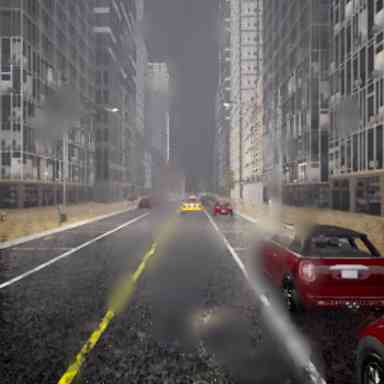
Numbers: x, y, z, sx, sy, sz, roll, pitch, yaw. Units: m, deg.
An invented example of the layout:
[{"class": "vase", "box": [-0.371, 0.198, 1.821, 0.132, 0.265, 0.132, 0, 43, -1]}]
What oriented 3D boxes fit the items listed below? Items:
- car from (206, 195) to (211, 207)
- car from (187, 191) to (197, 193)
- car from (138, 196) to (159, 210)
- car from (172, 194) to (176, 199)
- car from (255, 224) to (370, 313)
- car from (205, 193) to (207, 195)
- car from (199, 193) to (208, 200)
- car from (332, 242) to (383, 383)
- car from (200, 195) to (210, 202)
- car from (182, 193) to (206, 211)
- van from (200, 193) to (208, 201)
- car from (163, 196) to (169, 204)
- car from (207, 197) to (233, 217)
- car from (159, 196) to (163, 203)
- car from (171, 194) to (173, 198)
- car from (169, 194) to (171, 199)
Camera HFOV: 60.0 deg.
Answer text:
[{"class": "car", "box": [2.715, 1.436, 47.475, 1.947, 1.339, 4.313, 0, 0, 0]}, {"class": "car", "box": [0.028, 0.773, 58.753, 2.150, 2.045, 5.566, 0, 0, 0]}, {"class": "car", "box": [-5.668, 1.433, 41.793, 1.887, 1.381, 4.507, 0, 0, 0]}, {"class": "car", "box": [-2.963, 1.248, 78.064, 1.895, 1.301, 4.718, 0, 0, 0]}, {"class": "car", "box": [2.696, 1.423, 7.627, 1.967, 1.590, 4.097, 0, 0, 0]}, {"class": "car", "box": [2.721, 1.396, 58.859, 1.947, 1.339, 4.313, 0, 0, 0]}, {"class": "car", "box": [2.732, 1.182, 81.628, 1.967, 1.590, 4.097, 0, 0, 0]}, {"class": "car", "box": [2.693, 1.436, 1.935, 1.967, 1.590, 4.097, 0, 0, 0]}, {"class": "car", "box": [2.726, 1.353, 70.243, 1.947, 1.339, 4.313, 0, 0, 0]}, {"class": "car", "box": [0.014, 1.121, 29.200, 1.801, 1.575, 5.366, 0, 0, 0]}, {"class": "van", "box": [2.729, 1.106, 75.936, 1.690, 1.788, 3.998, 0, 0, 0]}, {"class": "car", "box": [-5.660, 1.374, 58.871, 1.887, 1.381, 4.507, 0, 0, 0]}, {"class": "car", "box": [2.707, 1.469, 30.398, 1.887, 1.381, 4.507, 0, 0, 0]}, {"class": "car", "box": [-5.666, 1.451, 47.486, 1.802, 1.307, 4.206, 0, 0, 0]}, {"class": "car", "box": [-5.644, 1.218, 92.856, 1.752, 1.417, 4.829, 0, 0, 0]}, {"class": "car", "box": [-5.658, 1.375, 64.564, 1.947, 1.339, 4.313, 0, 0, 0]}]
